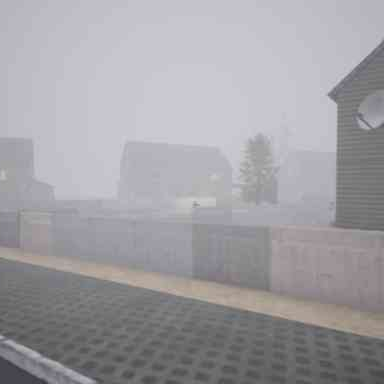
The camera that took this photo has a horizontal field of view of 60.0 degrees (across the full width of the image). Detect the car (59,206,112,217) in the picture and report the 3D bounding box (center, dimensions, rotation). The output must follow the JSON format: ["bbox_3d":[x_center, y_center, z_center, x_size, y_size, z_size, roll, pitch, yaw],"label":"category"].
[{"bbox_3d":[-7.369,1.637,21.903,5.357,1.411,2.033,0,1,-19],"label":"car"}]

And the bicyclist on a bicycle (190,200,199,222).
[{"bbox_3d":[0.235,1.387,21.753,0.582,1.620,1.656,0,1,-25],"label":"bicyclist on a bicycle"}]
